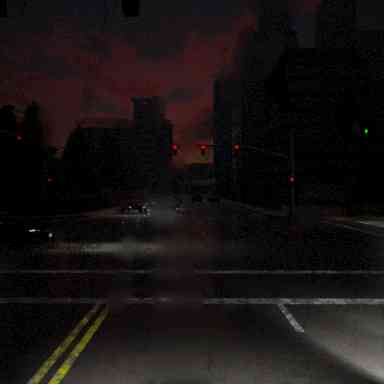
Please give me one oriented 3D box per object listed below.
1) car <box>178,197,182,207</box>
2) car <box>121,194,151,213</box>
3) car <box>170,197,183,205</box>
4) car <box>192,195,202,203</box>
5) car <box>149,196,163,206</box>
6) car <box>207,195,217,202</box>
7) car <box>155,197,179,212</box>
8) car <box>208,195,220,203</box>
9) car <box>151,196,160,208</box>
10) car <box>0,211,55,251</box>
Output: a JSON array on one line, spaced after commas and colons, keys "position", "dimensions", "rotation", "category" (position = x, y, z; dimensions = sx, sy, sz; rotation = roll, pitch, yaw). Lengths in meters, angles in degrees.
[{"position": [-2.764, 1.564, 48.044], "dimensions": [1.994, 1.385, 4.181], "rotation": [0, 0, 1], "category": "car"}, {"position": [-6.370, 1.221, 37.133], "dimensions": [2.150, 2.045, 5.566], "rotation": [0, 0, 1], "category": "car"}, {"position": [-2.650, 1.547, 58.368], "dimensions": [2.033, 1.411, 5.357], "rotation": [0, 0, 1], "category": "car"}, {"position": [1.015, 1.352, 67.479], "dimensions": [2.097, 1.767, 4.553], "rotation": [0, 0, 1], "category": "car"}, {"position": [-6.168, 1.504, 57.073], "dimensions": [1.837, 1.490, 4.892], "rotation": [0, 0, 0], "category": "car"}, {"position": [4.606, 1.478, 77.185], "dimensions": [1.882, 1.535, 5.008], "rotation": [0, 0, 1], "category": "car"}, {"position": [-2.850, 1.601, 39.242], "dimensions": [1.895, 1.301, 4.718], "rotation": [0, 0, 1], "category": "car"}, {"position": [4.618, 1.547, 67.363], "dimensions": [2.033, 1.411, 5.357], "rotation": [0, 0, 1], "category": "car"}, {"position": [-6.275, 1.491, 47.014], "dimensions": [2.128, 1.511, 4.902], "rotation": [0, 0, 1], "category": "car"}, {"position": [-8.184, 1.493, 13.492], "dimensions": [4.902, 1.511, 2.128], "rotation": [0, 0, 0], "category": "car"}]
